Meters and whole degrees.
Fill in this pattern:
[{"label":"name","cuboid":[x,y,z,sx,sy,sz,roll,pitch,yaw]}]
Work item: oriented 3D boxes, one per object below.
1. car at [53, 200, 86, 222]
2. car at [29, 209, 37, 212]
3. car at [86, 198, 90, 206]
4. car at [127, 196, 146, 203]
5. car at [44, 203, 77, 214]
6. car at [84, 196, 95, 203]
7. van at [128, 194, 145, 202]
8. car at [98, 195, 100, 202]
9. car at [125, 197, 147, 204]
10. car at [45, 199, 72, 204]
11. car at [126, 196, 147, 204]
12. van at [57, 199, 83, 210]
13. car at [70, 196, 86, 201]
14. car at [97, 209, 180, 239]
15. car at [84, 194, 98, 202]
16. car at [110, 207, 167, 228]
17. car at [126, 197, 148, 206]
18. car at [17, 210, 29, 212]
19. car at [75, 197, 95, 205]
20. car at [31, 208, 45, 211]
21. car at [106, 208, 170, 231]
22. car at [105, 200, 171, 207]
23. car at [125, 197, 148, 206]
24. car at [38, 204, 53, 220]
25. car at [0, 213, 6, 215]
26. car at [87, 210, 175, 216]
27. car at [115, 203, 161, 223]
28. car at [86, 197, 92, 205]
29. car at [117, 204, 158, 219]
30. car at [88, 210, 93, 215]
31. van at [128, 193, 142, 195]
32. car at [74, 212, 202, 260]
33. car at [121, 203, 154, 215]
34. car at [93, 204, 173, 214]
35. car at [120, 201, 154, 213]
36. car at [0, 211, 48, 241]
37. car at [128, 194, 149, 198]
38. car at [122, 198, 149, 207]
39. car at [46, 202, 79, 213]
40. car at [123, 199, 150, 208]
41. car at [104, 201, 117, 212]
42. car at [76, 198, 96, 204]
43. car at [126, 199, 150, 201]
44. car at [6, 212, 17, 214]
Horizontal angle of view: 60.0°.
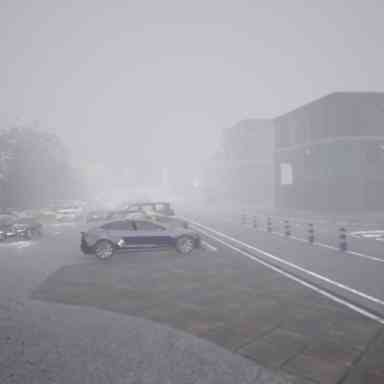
[{"label":"car","cuboid":[-14.887,2.450,40.713,2.150,2.045,5.566,-2,0,-9]},{"label":"car","cuboid":[-18.616,2.835,33.058,5.008,1.535,2.097,-2,0,-10]},{"label":"car","cuboid":[-25.210,2.657,71.643,4.674,1.452,2.002,-2,1,-10]},{"label":"car","cuboid":[-14.209,1.985,84.847,4.674,1.452,2.002,-2,1,-10]},{"label":"car","cuboid":[-22.835,2.819,57.799,5.008,1.535,2.097,-2,1,-10]},{"label":"car","cuboid":[-26.644,2.525,79.872,4.792,1.488,2.163,-2,1,-10]},{"label":"van","cuboid":[-15.498,1.587,93.028,4.442,1.987,1.878,-2,1,-10]},{"label":"car","cuboid":[-28.491,2.324,90.857,5.008,1.535,2.097,-2,1,-10]},{"label":"car","cuboid":[-13.274,2.027,79.358,5.008,1.535,2.097,-2,1,-10]},{"label":"car","cuboid":[-21.468,2.649,49.543,5.566,2.045,2.435,-2,1,-10]},{"label":"car","cuboid":[-13.733,1.985,82.103,5.008,1.535,2.097,-2,1,-10]},{"label":"van","cuboid":[-24.163,2.467,66.169,4.442,1.987,1.878,-2,1,-10]},{"label":"car","cuboid":[-23.781,2.485,63.408,5.566,2.045,2.435,-2,1,-10]},{"label":"car","cuboid":[-3.431,2.025,21.689,5.008,1.535,2.097,-2,-1,-10]},{"label":"car","cuboid":[-27.069,2.201,82.623,5.566,2.045,2.435,-2,1,-10]},{"label":"car","cuboid":[-4.803,2.269,29.935,4.792,1.488,2.163,-2,-1,-10]},{"label":"car","cuboid":[-11.814,2.024,71.009,4.553,1.767,2.185,-2,1,-10]},{"label":"car","cuboid":[-18.149,2.794,30.308,5.008,1.535,2.097,-2,-1,-10]},{"label":"car","cuboid":[-27.531,2.283,85.370,4.553,1.767,2.185,-2,1,-10]},{"label":"car","cuboid":[-19.104,2.870,35.934,4.892,1.521,2.231,-2,0,-10]},{"label":"car","cuboid":[-4.362,2.180,27.192,4.892,1.521,2.231,-2,-1,-10]},{"label":"car","cuboid":[-3.941,1.857,24.442,5.566,2.045,2.435,-2,-1,-10]},{"label":"car","cuboid":[-12.337,2.110,73.871,4.892,1.521,2.231,-2,1,-10]},{"label":"car","cuboid":[-20.310,2.902,44.083,5.366,1.575,1.946,-2,0,-10]},{"label":"car","cuboid":[-17.425,2.690,24.906,5.366,1.575,1.946,-2,-1,-10]},{"label":"car","cuboid":[-2.536,1.868,16.198,4.792,1.488,2.163,-2,-2,-10]},{"label":"car","cuboid":[-5.742,2.203,35.439,4.553,1.767,2.185,-2,0,-10]},{"label":"car","cuboid":[-25.684,2.577,74.387,5.008,1.535,2.097,-2,1,-10]},{"label":"car","cuboid":[-6.730,2.415,40.924,4.792,1.488,2.163,-2,0,-10]},{"label":"car","cuboid":[-10.575,2.616,37.262,1.994,1.385,4.181,-2,0,-10]},{"label":"van","cuboid":[-12.923,1.847,76.592,4.442,1.987,1.878,-2,1,-10]},{"label":"car","cuboid":[-2.014,1.767,13.465,4.792,1.488,2.163,-2,-2,-10]},{"label":"car","cuboid":[-8.107,2.442,49.166,4.674,1.452,2.002,-2,1,-10]},{"label":"car","cuboid":[-3.009,1.811,18.947,4.553,1.767,2.185,-2,-1,-10]},{"label":"car","cuboid":[-8.569,2.390,51.916,5.008,1.535,2.097,-2,1,-10]},{"label":"car","cuboid":[-11.981,2.455,23.453,1.837,1.490,4.892,-2,0,-10]},{"label":"car","cuboid":[-10.490,2.018,62.890,5.566,2.045,2.435,-2,1,-10]},{"label":"car","cuboid":[-11.575,2.193,68.355,5.366,1.575,1.946,-2,1,-10]},{"label":"car","cuboid":[-23.513,2.781,60.633,5.366,1.575,1.946,-2,1,-10]},{"label":"car","cuboid":[-10.917,2.228,65.644,5.008,1.535,2.097,-2,1,-10]},{"label":"car","cuboid":[-13.951,2.522,57.037,1.812,1.442,4.674,-2,2,-10]},{"label":"car","cuboid":[-28.028,2.408,88.112,4.674,1.452,2.002,-2,1,-10]},{"label":"car","cuboid":[-7.206,2.275,43.671,4.553,1.767,2.185,-2,0,-10]},{"label":"car","cuboid":[-17.657,2.774,27.560,4.792,1.488,2.163,-2,-1,-10]}]
